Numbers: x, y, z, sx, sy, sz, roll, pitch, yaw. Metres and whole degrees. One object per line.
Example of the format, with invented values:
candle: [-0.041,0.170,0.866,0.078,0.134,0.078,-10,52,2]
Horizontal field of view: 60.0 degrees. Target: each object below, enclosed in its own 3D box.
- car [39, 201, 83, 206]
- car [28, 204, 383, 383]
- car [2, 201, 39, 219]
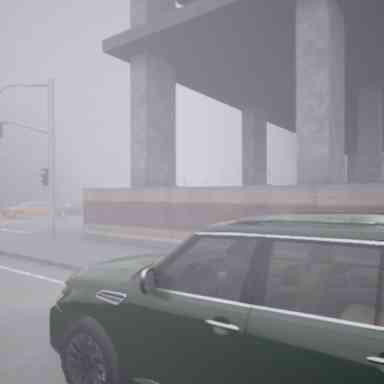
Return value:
car: [-11.305,1.647,31.385,2.128,1.511,4.902,0,0,36]
car: [0.915,1.226,3.342,5.566,2.045,2.150,0,0,35]
car: [-15.354,1.646,31.748,1.882,1.535,5.008,0,0,36]
